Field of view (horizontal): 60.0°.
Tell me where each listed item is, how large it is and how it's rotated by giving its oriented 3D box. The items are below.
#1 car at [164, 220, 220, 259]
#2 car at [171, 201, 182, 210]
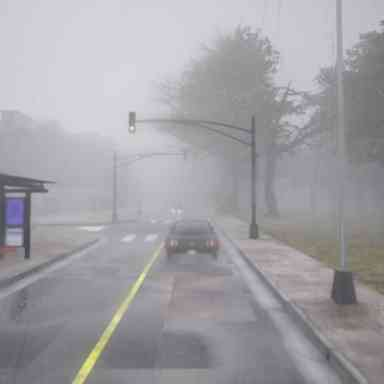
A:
[{"bbox_3d":[0.015,1.750,13.288,1.895,1.301,4.718,0,-1,0],"label":"car"},{"bbox_3d":[-2.796,2.438,60.846,2.128,1.511,4.902,0,-1,1],"label":"car"}]
